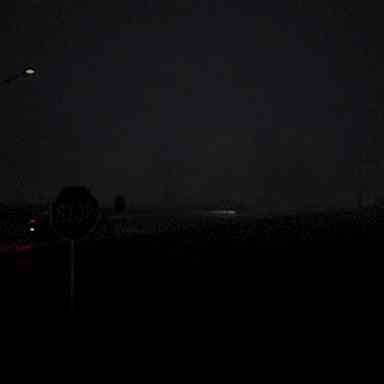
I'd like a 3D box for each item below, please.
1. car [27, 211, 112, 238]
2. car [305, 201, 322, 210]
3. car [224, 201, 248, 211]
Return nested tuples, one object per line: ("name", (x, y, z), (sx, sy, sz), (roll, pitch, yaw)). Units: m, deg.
("car", (-6.898, 1.725, 19.261), (1.837, 1.490, 4.892), (1, 0, 36))
("car", (21.539, 2.349, 58.699), (1.994, 1.385, 4.181), (1, 0, 36))
("car", (6.638, 2.066, 50.004), (2.128, 1.511, 4.902), (1, 1, 36))
